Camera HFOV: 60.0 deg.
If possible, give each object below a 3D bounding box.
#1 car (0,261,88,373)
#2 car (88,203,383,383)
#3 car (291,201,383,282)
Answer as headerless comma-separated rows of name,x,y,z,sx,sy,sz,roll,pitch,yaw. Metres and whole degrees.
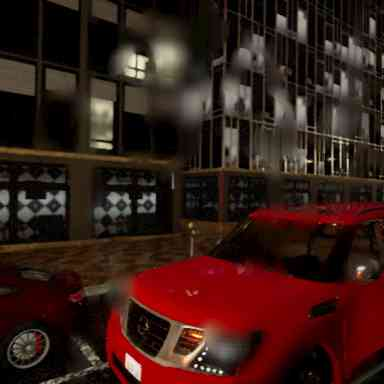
car,-3.425,1.583,4.100,4.206,1.307,1.802,0,1,-35
car,1.719,1.214,4.602,5.566,2.045,2.150,0,0,-35
car,5.656,1.295,10.569,5.009,1.841,2.192,0,1,-35
